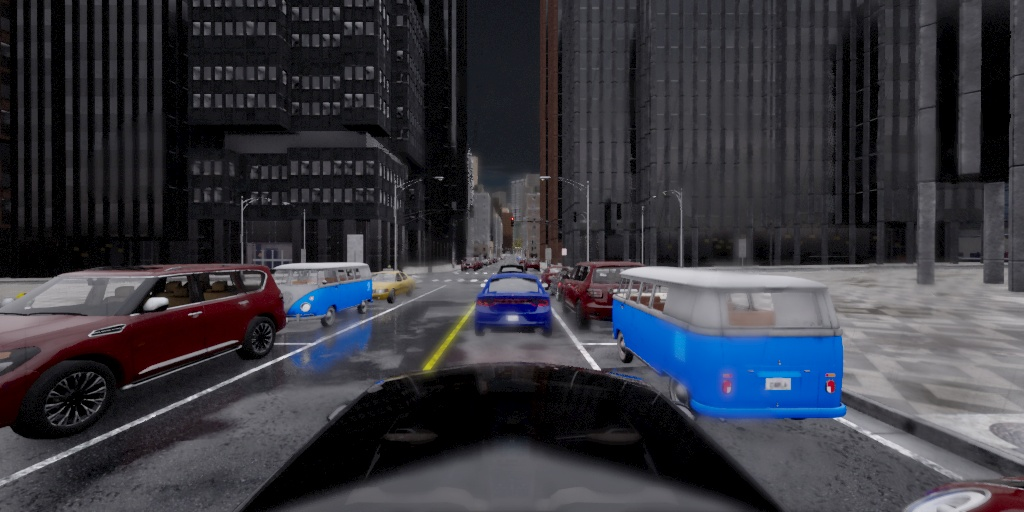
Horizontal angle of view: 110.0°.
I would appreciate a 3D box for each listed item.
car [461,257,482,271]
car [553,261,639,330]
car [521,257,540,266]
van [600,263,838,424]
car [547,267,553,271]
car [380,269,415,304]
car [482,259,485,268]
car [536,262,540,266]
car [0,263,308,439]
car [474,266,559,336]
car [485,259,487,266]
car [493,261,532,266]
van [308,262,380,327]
[{"bbox_3d":[-5.764,1.084,49.197,2.192,1.841,5.009,0,0,0],"label":"car"},{"bbox_3d":[2.765,1.064,11.097,2.192,1.841,5.009,0,0,0],"label":"car"},{"bbox_3d":[2.762,1.084,49.188,2.192,1.841,5.009,0,0,0],"label":"car"},{"bbox_3d":[2.767,1.090,5.571,1.690,1.789,3.998,0,0,0],"label":"van"},{"bbox_3d":[2.764,1.301,16.622,2.007,1.370,4.403,0,0,0],"label":"car"},{"bbox_3d":[-5.764,1.276,16.463,1.751,1.417,4.829,0,0,0],"label":"car"},{"bbox_3d":[-5.764,1.090,54.840,2.192,1.841,5.009,0,0,0],"label":"car"},{"bbox_3d":[2.763,1.297,22.147,1.888,1.381,4.507,0,0,0],"label":"car"},{"bbox_3d":[-5.765,1.064,5.584,2.192,1.841,5.009,0,0,0],"label":"car"},{"bbox_3d":[0.058,1.228,10.385,1.882,1.535,5.008,0,0,1],"label":"car"},{"bbox_3d":[-5.764,1.348,60.483,1.948,1.339,4.313,0,0,0],"label":"car"},{"bbox_3d":[0.000,1.257,20.756,1.837,1.490,4.892,0,0,0],"label":"car"},{"bbox_3d":[-5.765,1.091,11.109,1.690,1.789,3.998,0,0,0],"label":"van"}]
